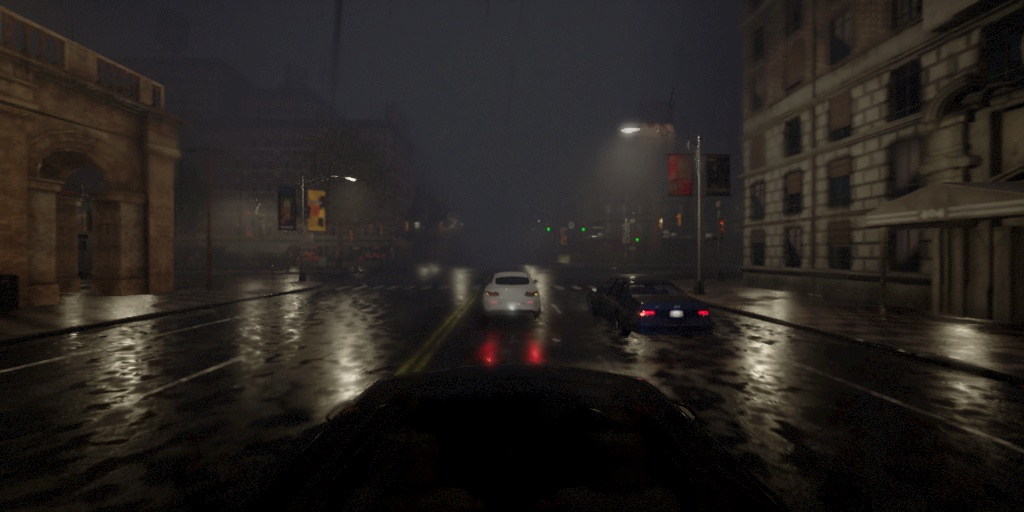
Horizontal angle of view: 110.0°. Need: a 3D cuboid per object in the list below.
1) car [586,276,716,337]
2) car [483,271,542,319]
[{"bbox_3d":[3.505,1.274,10.167,2.033,1.411,5.357,0,0,0],"label":"car"},{"bbox_3d":[-0.007,1.246,12.603,1.812,1.442,4.674,0,0,0],"label":"car"}]
